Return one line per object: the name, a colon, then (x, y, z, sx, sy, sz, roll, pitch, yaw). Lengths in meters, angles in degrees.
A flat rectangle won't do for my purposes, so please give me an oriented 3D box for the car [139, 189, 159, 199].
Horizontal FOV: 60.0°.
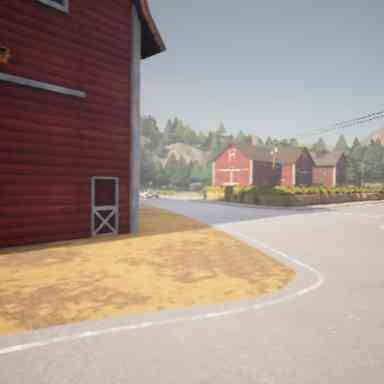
car: (-6.640, 0.257, 51.446, 1.812, 1.442, 4.674, 0, 1, -30)
